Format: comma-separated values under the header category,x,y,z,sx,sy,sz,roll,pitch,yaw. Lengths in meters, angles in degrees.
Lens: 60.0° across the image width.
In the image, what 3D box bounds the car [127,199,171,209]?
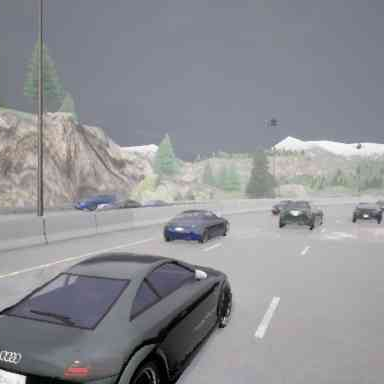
category,x,y,z,sx,sy,sz,roll,pitch,yaw
car,-3.634,1.523,31.331,1.812,1.442,4.674,0,0,31

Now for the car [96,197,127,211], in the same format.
category,x,y,z,sx,sy,sz,roll,pitch,yaw
car,-6.763,1.502,32.898,1.837,1.490,4.892,0,0,31

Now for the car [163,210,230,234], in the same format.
category,x,y,z,sx,sy,sz,roll,pitch,yaw
car,0.333,1.563,16.047,1.994,1.385,4.181,0,0,26

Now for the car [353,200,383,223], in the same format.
category,x,y,z,sx,sy,sz,roll,pitch,yaw
car,13.488,1.524,25.452,1.812,1.442,4.674,0,0,31

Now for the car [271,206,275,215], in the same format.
category,x,y,z,sx,sy,sz,roll,pitch,yaw
car,9.311,1.545,32.001,2.033,1.411,5.357,0,0,33

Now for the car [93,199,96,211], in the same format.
category,x,y,z,sx,sy,sz,roll,pitch,yaw
car,-8.304,1.598,37.177,1.895,1.301,4.718,0,0,32

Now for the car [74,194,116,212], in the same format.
category,x,y,z,sx,sy,sz,roll,pitch,yaw
car,-11.154,1.218,39.219,2.150,2.045,5.566,0,0,32

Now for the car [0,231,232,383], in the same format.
category,x,y,z,sx,sy,sz,roll,pitch,yaw
car,-0.813,1.563,4.692,1.994,1.385,4.181,0,0,21

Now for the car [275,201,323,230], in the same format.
category,x,y,z,sx,sy,sz,roll,pitch,yaw
car,7.193,1.351,21.646,2.097,1.767,4.553,0,0,29
